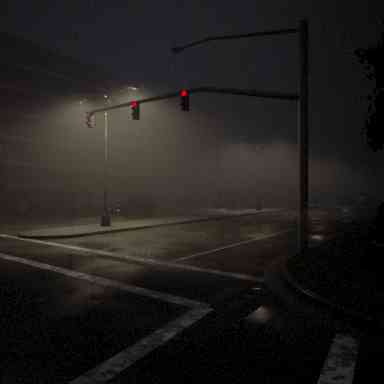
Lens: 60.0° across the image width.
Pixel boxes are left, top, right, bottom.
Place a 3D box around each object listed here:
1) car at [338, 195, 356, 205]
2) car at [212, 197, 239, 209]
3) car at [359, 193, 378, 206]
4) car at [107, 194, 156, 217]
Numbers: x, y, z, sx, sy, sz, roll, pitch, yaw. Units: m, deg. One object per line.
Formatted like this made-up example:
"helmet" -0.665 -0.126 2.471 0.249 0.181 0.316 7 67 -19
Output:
"car" 26.656 1.352 57.155 2.097 1.767 4.553 0 0 36
"car" 4.749 1.477 46.829 1.882 1.535 5.008 0 0 36
"car" 28.722 1.221 54.041 2.150 2.045 5.566 0 0 36
"car" -5.843 1.222 32.238 2.150 2.045 5.566 0 0 36
